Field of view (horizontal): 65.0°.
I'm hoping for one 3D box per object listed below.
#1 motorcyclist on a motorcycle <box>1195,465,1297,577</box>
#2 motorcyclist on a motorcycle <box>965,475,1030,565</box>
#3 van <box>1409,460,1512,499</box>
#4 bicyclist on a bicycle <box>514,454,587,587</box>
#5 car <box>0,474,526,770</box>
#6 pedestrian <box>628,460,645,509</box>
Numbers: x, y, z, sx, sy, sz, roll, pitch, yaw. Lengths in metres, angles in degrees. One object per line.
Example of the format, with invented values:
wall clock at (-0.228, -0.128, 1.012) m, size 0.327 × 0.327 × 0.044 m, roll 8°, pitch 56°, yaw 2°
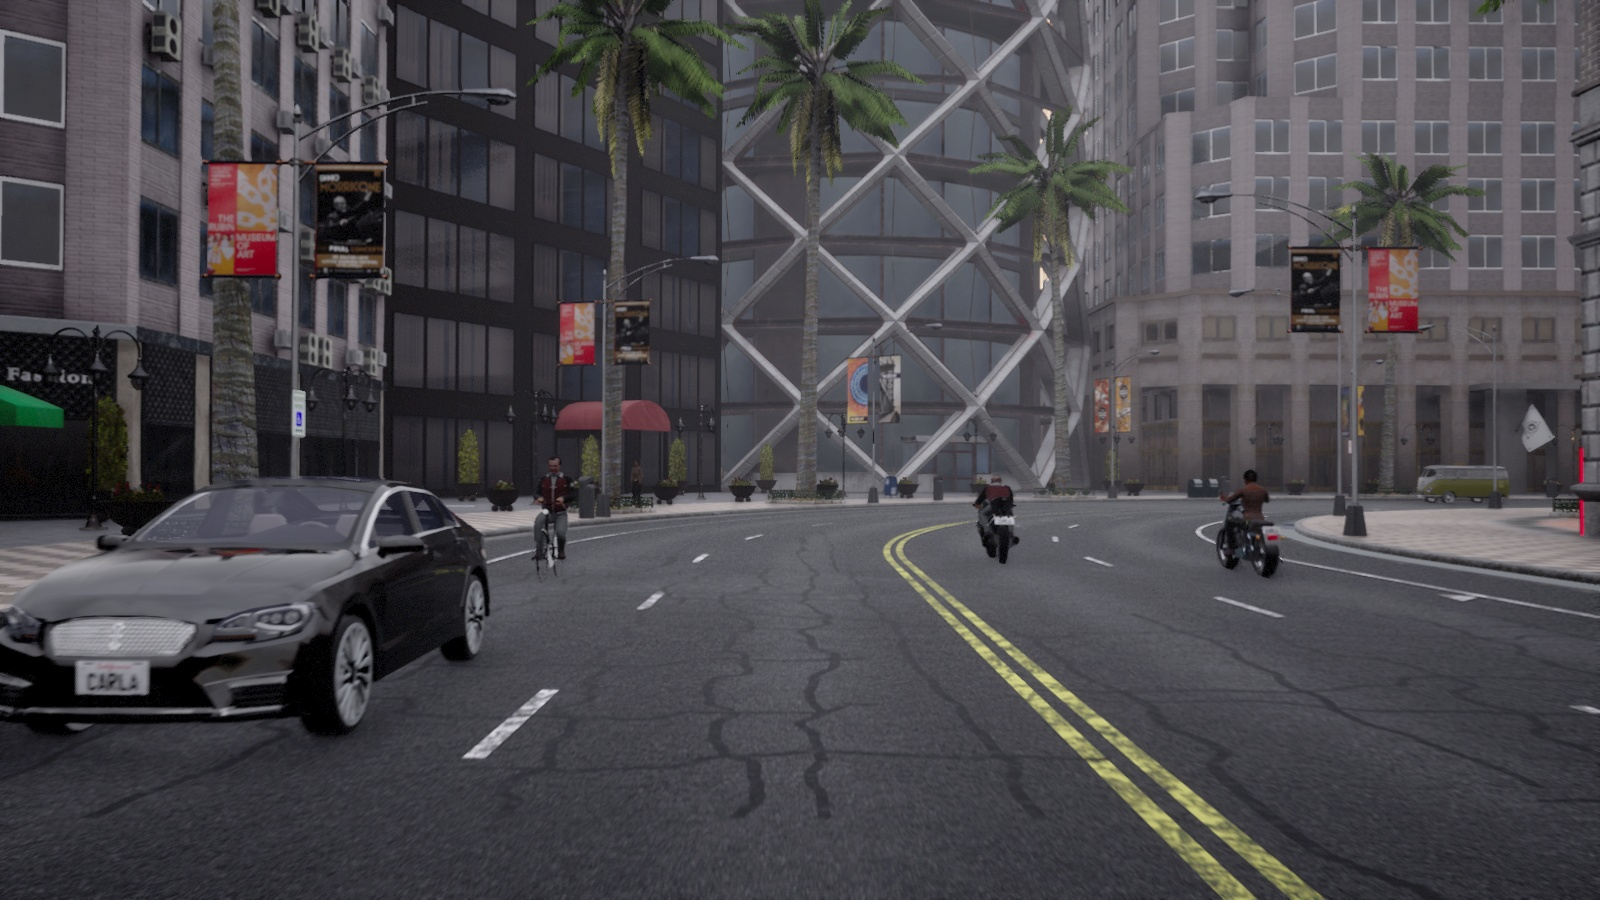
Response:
motorcyclist on a motorcycle at (6.966, 1.068, 19.750) m, size 0.766 × 1.649 × 2.350 m, roll 0°, pitch -1°, yaw 1°
motorcyclist on a motorcycle at (3.510, 1.213, 22.507) m, size 0.866 × 1.530 × 2.191 m, roll 0°, pitch -1°, yaw 2°
van at (34.003, 1.516, 64.691) m, size 4.442 × 1.987 × 1.775 m, roll 0°, pitch -1°, yaw -6°
bicyclist on a bicycle at (-3.519, 0.996, 17.836) m, size 0.659 × 1.776 × 1.843 m, roll 0°, pitch -3°, yaw 0°
car at (-3.528, 0.935, 8.944) m, size 2.128 × 1.511 × 4.902 m, roll 0°, pitch -1°, yaw -1°
pedestrian at (-6.155, 1.288, 47.235) m, size 0.331 × 1.846 × 0.634 m, roll -1°, pitch -1°, yaw 24°
